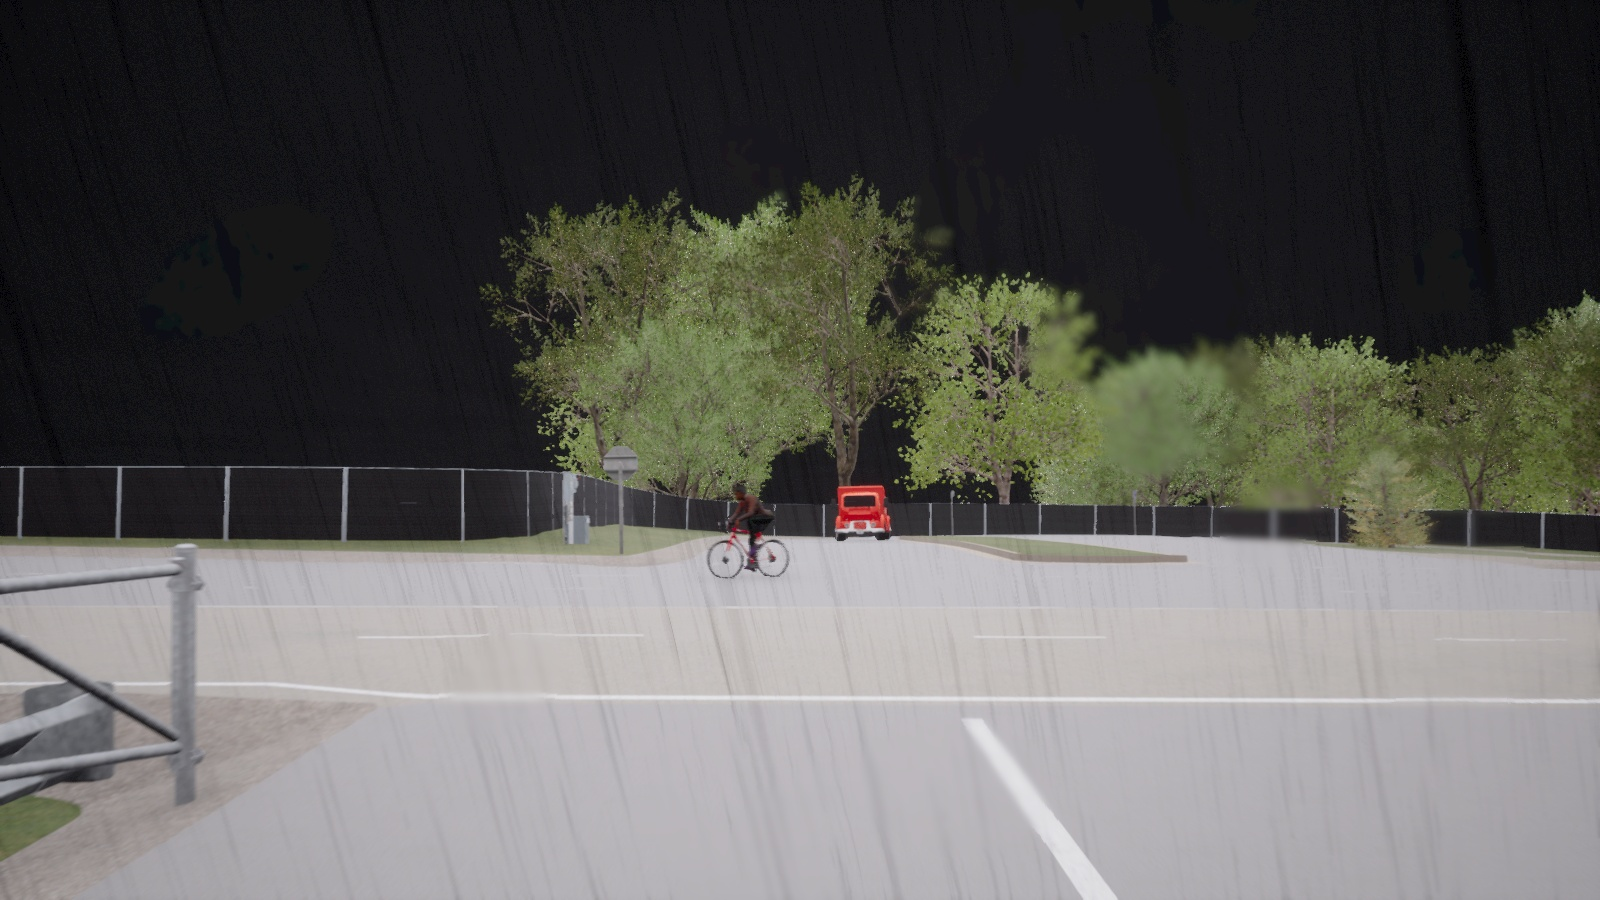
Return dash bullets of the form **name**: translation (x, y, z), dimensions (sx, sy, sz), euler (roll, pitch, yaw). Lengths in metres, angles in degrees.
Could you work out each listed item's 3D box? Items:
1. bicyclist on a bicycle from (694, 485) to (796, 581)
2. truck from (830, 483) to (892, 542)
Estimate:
- **bicyclist on a bicycle**: translation (-0.956, 1.442, 21.889), dimensions (1.656, 1.620, 0.582), euler (1, -5, -33)
- **truck**: translation (2.824, 2.876, 57.303), dimensions (2.627, 2.467, 5.204), euler (-2, -3, 4)
